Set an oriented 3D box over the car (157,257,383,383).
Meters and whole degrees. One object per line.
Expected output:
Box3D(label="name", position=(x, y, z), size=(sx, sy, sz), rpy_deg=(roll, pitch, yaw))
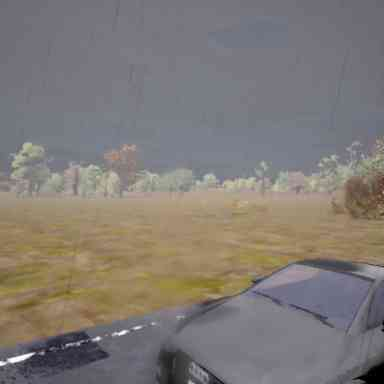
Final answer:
Box3D(label="car", position=(1.704, 1.565, 3.968), size=(4.181, 1.385, 1.994), rpy_deg=(0, 0, -34))
